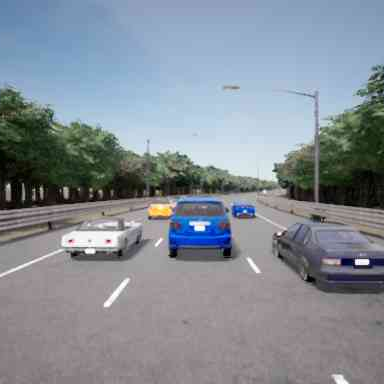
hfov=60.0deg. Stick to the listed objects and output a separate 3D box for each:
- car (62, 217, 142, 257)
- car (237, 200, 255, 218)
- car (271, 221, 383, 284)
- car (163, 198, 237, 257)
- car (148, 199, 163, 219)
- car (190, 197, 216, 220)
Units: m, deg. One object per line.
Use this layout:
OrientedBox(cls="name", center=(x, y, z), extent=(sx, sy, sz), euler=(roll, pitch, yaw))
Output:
OrientedBox(cls="car", center=(-3.184, 1.604, 12.860), extent=(1.895, 1.301, 4.718), euler=(0, 0, 2))
OrientedBox(cls="car", center=(4.673, 1.482, 30.838), extent=(1.882, 1.535, 5.008), euler=(0, 0, 4))
OrientedBox(cls="car", center=(3.727, 1.556, 9.671), extent=(2.033, 1.411, 5.357), euler=(0, 0, 1))
OrientedBox(cls="car", center=(0.325, 1.229, 13.133), extent=(2.150, 2.045, 5.566), euler=(0, 0, 2))
OrientedBox(cls="car", center=(-2.438, 1.351, 29.265), extent=(2.097, 1.767, 4.553), euler=(0, 0, 4))
OrientedBox(cls="car", center=(1.063, 1.354, 29.160), extent=(2.097, 1.767, 4.553), euler=(0, 0, 4))
